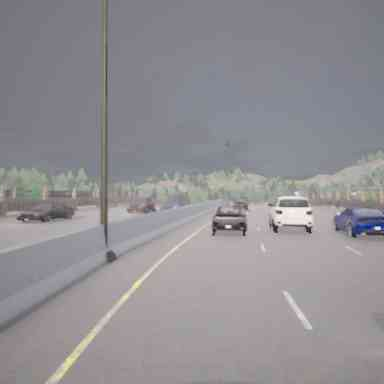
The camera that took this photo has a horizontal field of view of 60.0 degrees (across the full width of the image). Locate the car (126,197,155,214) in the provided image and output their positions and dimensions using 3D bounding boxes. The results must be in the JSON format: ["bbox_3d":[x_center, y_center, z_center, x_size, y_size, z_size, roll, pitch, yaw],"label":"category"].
[{"bbox_3d":[-5.598,1.405,36.860,2.097,1.767,4.553,0,0,10],"label":"car"}]

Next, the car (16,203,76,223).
[{"bbox_3d":[-11.081,1.552,25.800,2.033,1.411,5.357,0,0,10],"label":"car"}]

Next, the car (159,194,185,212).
[{"bbox_3d":[-2.111,1.421,36.486,2.097,1.767,4.553,0,0,10],"label":"car"}]

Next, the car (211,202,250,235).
[{"bbox_3d":[2.220,1.543,19.144,2.128,1.511,4.902,0,0,9],"label":"car"}]

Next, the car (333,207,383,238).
[{"bbox_3d":[9.130,1.559,18.071,1.882,1.535,5.008,0,0,9],"label":"car"}]

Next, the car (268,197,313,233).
[{"bbox_3d":[6.002,1.294,20.647,2.150,2.045,5.566,0,0,10],"label":"car"}]

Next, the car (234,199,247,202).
[{"bbox_3d":[6.071,1.622,41.558,1.837,1.490,4.892,0,0,10],"label":"car"}]

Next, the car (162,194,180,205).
[{"bbox_3d":[-4.109,1.479,65.381,2.150,2.045,5.566,0,-2,10],"label":"car"}]
